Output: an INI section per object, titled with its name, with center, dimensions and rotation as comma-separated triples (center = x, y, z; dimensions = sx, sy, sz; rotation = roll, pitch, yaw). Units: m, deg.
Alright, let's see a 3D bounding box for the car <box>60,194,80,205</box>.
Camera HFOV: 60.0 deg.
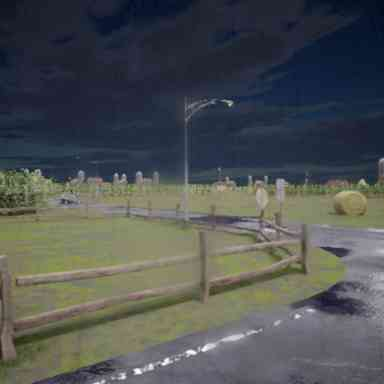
[car]
center = -18.465, 1.114, 50.164
dimensions = 1.837, 1.490, 4.892
rotation = -1, 1, -36
